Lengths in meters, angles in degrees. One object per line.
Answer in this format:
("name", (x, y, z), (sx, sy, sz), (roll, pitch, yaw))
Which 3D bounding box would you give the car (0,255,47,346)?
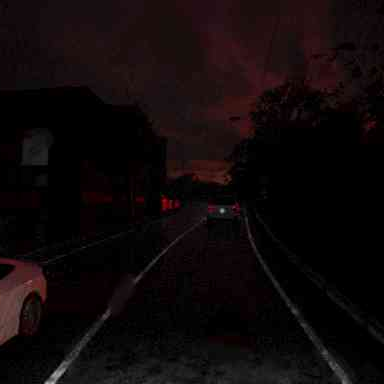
("car", (-3.417, 1.534, 3.898), (1.812, 1.442, 4.674), (0, 0, 3))

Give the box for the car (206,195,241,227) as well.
("car", (2.246, 1.249, 23.496), (2.150, 2.045, 5.566), (-1, -1, 8))

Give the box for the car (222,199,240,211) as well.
("car", (5.037, 1.615, 42.421), (2.033, 1.411, 5.357), (-1, 0, 8))
